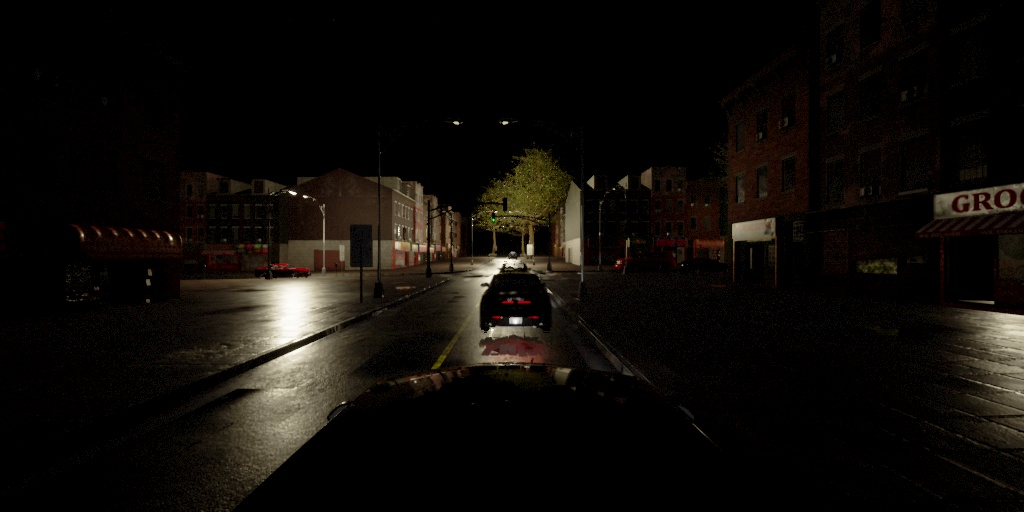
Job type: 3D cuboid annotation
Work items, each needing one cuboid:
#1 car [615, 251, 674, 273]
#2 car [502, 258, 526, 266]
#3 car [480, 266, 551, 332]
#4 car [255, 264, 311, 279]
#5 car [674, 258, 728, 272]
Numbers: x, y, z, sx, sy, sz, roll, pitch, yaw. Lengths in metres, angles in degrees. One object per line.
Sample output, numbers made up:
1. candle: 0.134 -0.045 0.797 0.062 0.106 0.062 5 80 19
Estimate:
1. car: 12.859 0.549 34.690 5.566 2.045 2.150 -1 0 0
2. car: 0.130 1.117 21.543 2.128 1.511 4.902 0 1 0
3. car: 0.104 1.230 10.801 1.837 1.490 4.892 0 1 0
4. car: -20.302 1.364 31.901 4.507 1.381 1.888 0 0 0
5. car: 17.280 0.827 31.957 4.313 1.339 1.948 0 0 0
